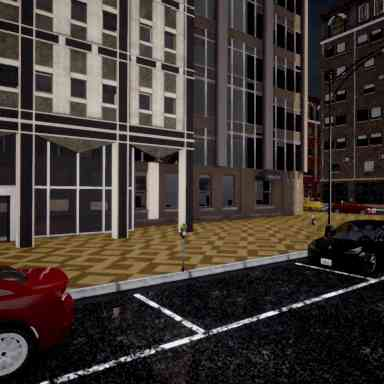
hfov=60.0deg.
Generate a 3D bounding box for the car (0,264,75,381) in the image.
[{"bbox_3d":[-3.756,1.545,3.874,4.507,1.381,1.887,0,0,-36],"label":"car"}]

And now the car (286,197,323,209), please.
[{"bbox_3d":[15.625,1.500,46.401,1.752,1.417,4.829,0,0,-36],"label":"car"}]

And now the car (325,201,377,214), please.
[{"bbox_3d":[15.538,1.535,32.174,1.802,1.307,4.206,0,0,-36],"label":"car"}]

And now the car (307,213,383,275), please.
[{"bbox_3d":[5.494,1.567,10.497,4.313,1.339,1.947,0,0,-36],"label":"car"}]

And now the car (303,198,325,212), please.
[{"bbox_3d":[12.331,1.468,36.633,1.752,1.417,4.829,0,0,-36],"label":"car"}]
